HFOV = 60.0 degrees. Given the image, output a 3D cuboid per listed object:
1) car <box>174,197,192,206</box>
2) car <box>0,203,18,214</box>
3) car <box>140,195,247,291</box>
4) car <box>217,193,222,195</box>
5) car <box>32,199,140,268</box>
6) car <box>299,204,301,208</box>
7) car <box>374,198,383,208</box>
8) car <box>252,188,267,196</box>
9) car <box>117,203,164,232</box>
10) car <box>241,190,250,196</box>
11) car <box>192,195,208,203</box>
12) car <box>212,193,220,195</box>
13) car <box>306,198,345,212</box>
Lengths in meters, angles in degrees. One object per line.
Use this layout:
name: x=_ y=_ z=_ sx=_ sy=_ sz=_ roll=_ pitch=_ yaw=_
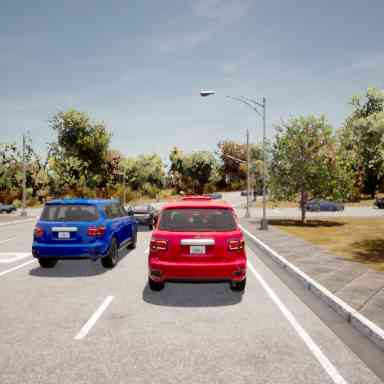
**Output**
car: x=-1.502 y=1.662 z=59.003 sx=1.994 sy=1.385 sz=4.181 roll=0 pitch=1 yaw=16
car: x=-22.982 y=1.815 z=38.022 sx=5.357 sy=1.411 sz=2.033 roll=-2 pitch=0 yaw=3
car: x=0.131 y=1.230 z=9.195 sx=2.150 sy=2.045 sz=5.566 roll=0 pitch=0 yaw=0
car: x=5.682 y=0.945 z=77.885 sx=1.812 sy=1.442 sz=4.674 roll=0 pitch=3 yaw=26
car: x=-3.350 y=1.235 z=11.475 sx=2.150 sy=2.045 sz=5.566 roll=0 pitch=0 yaw=1
car: x=16.275 y=1.562 z=42.850 sx=4.892 sy=1.490 sz=1.837 roll=-1 pitch=0 yaw=3
car: x=26.241 y=1.060 z=42.249 sx=5.566 sy=2.045 sz=2.150 roll=-2 pitch=0 yaw=3
car: x=17.588 y=-0.079 z=85.035 sx=2.150 sy=2.045 sz=5.566 roll=0 pitch=3 yaw=33
car: x=-3.163 y=1.536 z=21.327 sx=2.128 sy=1.511 sz=4.902 roll=0 pitch=0 yaw=1
car: x=14.273 y=0.262 z=86.320 sx=2.128 sy=1.511 sz=4.902 roll=0 pitch=3 yaw=33
car: x=1.648 y=1.391 z=68.510 sx=1.812 sy=1.442 sz=4.674 roll=0 pitch=2 yaw=21
car: x=0.286 y=1.260 z=19.562 sx=2.150 sy=2.045 sz=5.566 roll=0 pitch=0 yaw=1
car: x=15.745 y=1.614 z=39.374 sx=4.181 sy=1.385 sz=1.994 roll=-1 pitch=0 yaw=4
